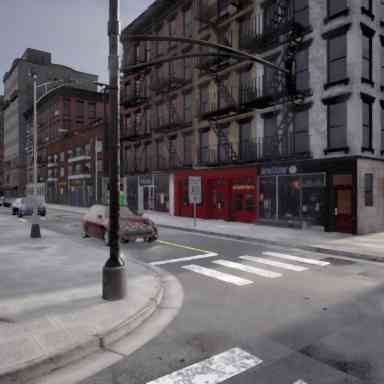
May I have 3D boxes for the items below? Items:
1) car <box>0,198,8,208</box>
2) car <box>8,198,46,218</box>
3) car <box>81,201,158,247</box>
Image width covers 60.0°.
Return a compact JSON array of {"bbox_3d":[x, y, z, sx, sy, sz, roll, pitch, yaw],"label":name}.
[{"bbox_3d":[-24.691,1.435,42.830,1.895,1.301,4.718,0,0,-38],"label":"car"},{"bbox_3d":[-14.479,1.305,29.456,2.097,1.767,4.553,0,0,-38],"label":"car"},{"bbox_3d":[-3.397,1.337,15.110,2.097,1.767,4.553,0,0,-35],"label":"car"}]
